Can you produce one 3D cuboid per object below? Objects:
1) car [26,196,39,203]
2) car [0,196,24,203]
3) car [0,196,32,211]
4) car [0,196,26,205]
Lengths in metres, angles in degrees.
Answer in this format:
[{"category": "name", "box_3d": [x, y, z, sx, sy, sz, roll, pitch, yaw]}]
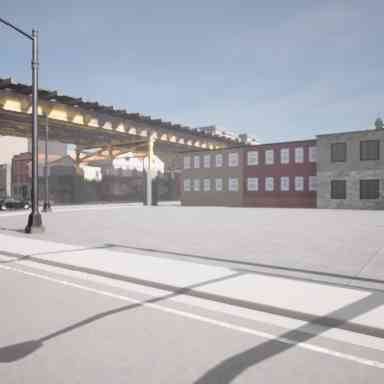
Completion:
[{"category": "car", "box_3d": [-28.348, 1.294, 59.145, 1.853, 1.218, 4.536, 0, 0, -24]}, {"category": "car", "box_3d": [-31.899, 1.294, 57.865, 4.536, 1.218, 1.853, 0, 0, 6]}, {"category": "car", "box_3d": [-21.707, 1.491, 39.867, 2.128, 1.511, 4.902, 0, 0, 24]}, {"category": "car", "box_3d": [-31.847, 1.451, 57.860, 4.974, 1.542, 2.038, 0, 0, 6]}]
